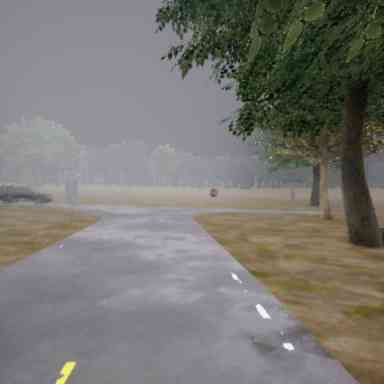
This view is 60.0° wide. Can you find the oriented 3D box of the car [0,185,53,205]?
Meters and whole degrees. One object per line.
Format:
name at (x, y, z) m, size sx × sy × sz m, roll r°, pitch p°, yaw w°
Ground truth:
car at (-18.483, 0.354, 37.029) m, size 5.566 × 2.045 × 2.150 m, roll 2°, pitch -1°, yaw -8°
